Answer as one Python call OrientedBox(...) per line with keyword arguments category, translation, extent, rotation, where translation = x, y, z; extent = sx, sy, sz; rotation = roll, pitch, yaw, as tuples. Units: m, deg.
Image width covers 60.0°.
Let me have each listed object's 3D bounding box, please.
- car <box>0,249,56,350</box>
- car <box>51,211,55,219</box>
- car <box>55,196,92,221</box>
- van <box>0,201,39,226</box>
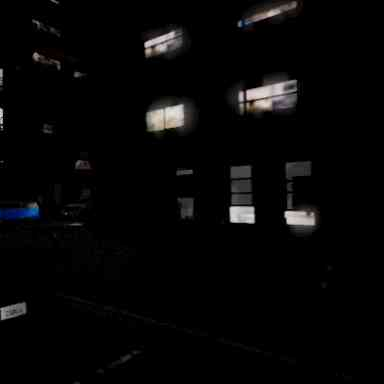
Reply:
OrientedBox(category="car", translation=(-4.046, 1.634, 5.621), extent=(4.313, 1.339, 1.947), rotation=(-1, -1, 36))
OrientedBox(category="car", translation=(-10.613, 1.773, 30.156), extent=(1.802, 1.307, 4.206), rotation=(-1, 0, 35))
OrientedBox(category="car", translation=(-8.509, 1.358, 28.887), extent=(2.150, 2.045, 5.566), rotation=(-1, 0, 35))
OrientedBox(category="van", translation=(-13.870, 1.566, 25.549), extent=(1.690, 1.788, 3.998), rotation=(-1, 0, 35))
